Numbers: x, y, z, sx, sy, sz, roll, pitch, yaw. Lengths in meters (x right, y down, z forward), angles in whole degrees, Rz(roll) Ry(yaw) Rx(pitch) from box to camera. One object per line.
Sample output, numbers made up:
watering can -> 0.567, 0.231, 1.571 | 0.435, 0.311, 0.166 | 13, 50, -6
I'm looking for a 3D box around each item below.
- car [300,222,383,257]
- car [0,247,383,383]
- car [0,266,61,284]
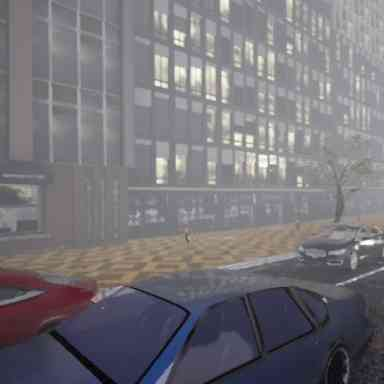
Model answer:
car -> 5.411, 1.777, 11.637 | 4.403, 1.369, 2.008 | 1, -2, -41
car -> 0.013, 1.625, 3.464 | 5.357, 1.411, 2.033 | 1, -2, -40
car -> -3.149, 1.685, 4.158 | 4.206, 1.307, 1.802 | 1, -2, -41
